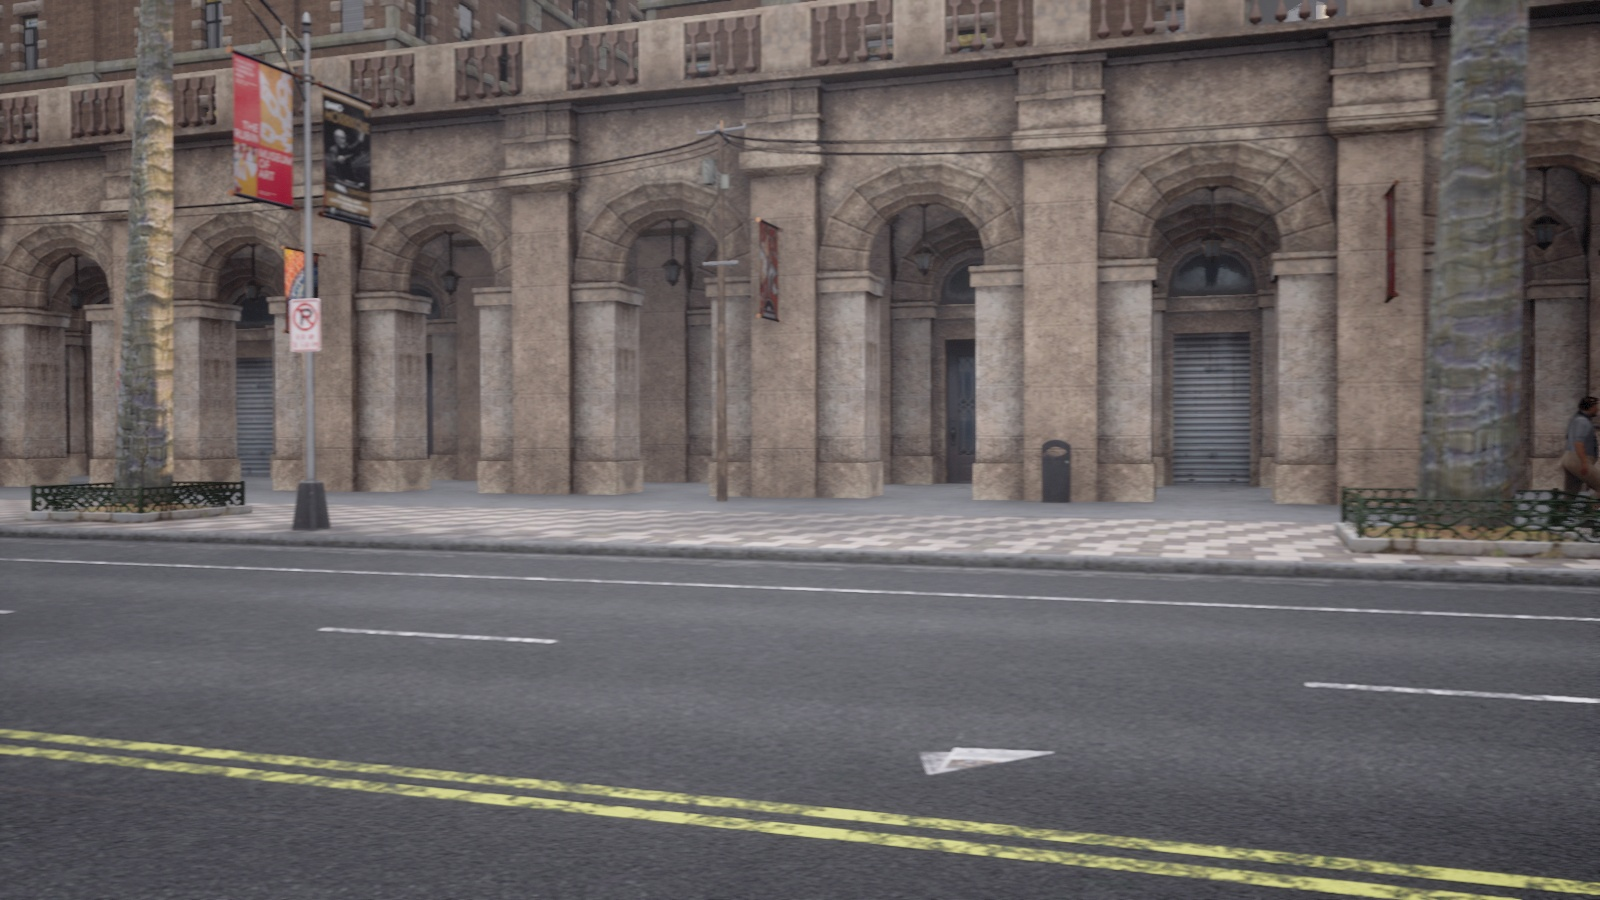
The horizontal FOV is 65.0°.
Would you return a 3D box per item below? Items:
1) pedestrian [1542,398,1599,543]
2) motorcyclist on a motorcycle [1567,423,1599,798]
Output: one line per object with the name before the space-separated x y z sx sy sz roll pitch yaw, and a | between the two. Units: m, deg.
pedestrian | 10.171 0.259 16.402 0.694 1.848 0.540 1 1 18
motorcyclist on a motorcycle | 4.691 0.709 5.307 2.350 1.649 0.766 0 1 19
